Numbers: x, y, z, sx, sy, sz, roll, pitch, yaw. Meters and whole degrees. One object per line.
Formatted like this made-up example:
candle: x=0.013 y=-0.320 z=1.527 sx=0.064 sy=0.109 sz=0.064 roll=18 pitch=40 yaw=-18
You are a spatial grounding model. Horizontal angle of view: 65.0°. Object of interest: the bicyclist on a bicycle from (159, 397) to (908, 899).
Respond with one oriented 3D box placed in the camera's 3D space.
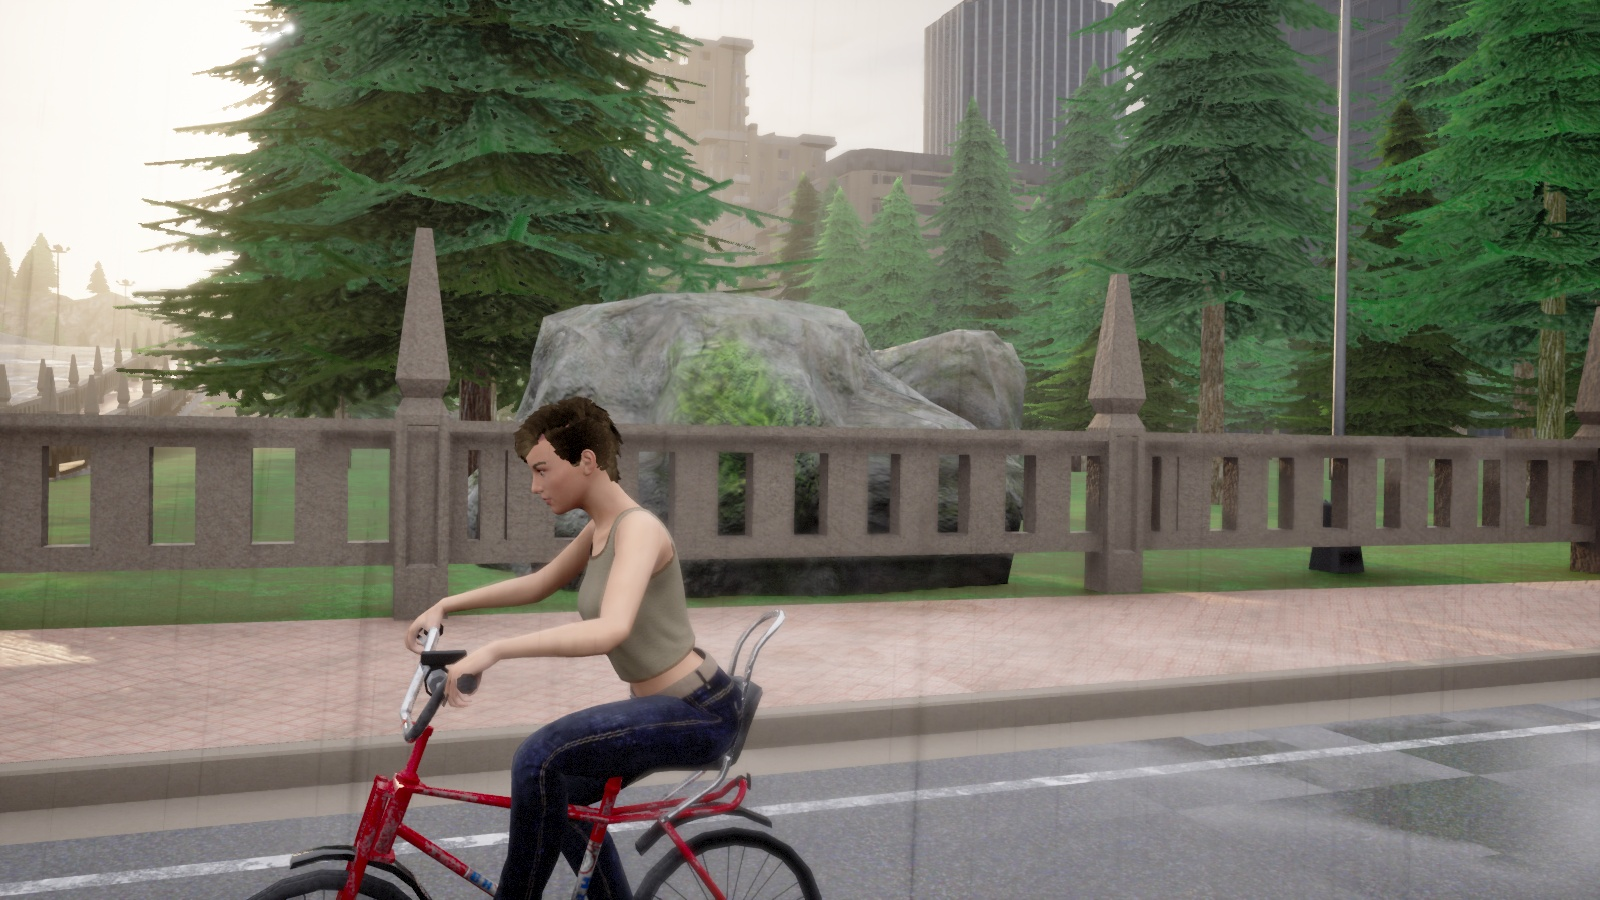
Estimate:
bicyclist on a bicycle: x=-0.616 y=0.692 z=2.999 sx=1.509 sy=1.612 sz=0.866 roll=-1 pitch=1 yaw=-20
